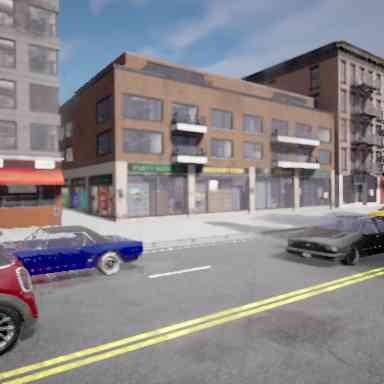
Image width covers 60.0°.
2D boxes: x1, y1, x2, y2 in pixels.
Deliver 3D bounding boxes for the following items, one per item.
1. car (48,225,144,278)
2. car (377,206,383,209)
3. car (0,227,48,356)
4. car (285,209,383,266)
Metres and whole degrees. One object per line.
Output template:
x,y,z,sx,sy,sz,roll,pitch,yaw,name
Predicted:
-3.795,1.598,8.854,4.718,1.301,1.895,0,0,-35,car
12.984,1.430,20.891,5.008,1.535,1.882,0,0,-35,car
-4.580,1.356,4.330,4.553,1.767,2.097,0,0,-35,car
5.666,1.522,11.638,5.357,1.411,2.033,0,0,-35,car
